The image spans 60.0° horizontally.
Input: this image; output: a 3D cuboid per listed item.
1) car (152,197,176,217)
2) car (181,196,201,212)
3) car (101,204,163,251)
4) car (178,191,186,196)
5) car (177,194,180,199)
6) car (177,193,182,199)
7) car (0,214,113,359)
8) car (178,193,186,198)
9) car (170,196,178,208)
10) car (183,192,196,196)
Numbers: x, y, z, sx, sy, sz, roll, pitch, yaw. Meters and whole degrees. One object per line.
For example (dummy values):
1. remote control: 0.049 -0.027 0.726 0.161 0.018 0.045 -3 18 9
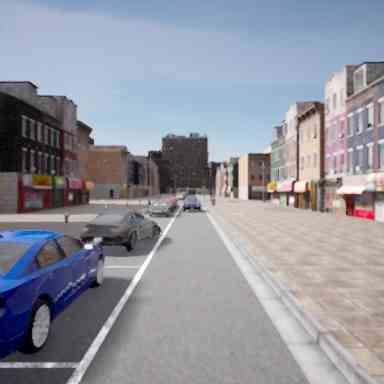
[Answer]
1. car: -2.682 1.351 28.318 2.008 1.369 4.403 0 0 0
2. car: 0.023 1.360 35.386 1.895 1.301 4.718 0 0 0
3. car: -2.795 1.421 13.551 1.812 1.442 4.674 0 0 10
4. car: -2.767 1.098 76.588 1.752 1.417 4.829 0 0 0
5. car: -2.701 1.282 39.307 1.887 1.381 4.507 0 0 0
6. car: -2.711 1.235 44.630 1.752 1.417 4.829 0 0 0
7. car: -3.025 1.428 6.064 1.882 1.535 5.008 0 0 0
8. car: -2.796 1.070 93.089 2.008 1.369 4.403 0 0 0
9. car: -2.691 1.312 33.812 1.887 1.381 4.507 0 0 0
10. car: -0.064 1.199 48.233 1.837 1.490 4.892 0 1 0
